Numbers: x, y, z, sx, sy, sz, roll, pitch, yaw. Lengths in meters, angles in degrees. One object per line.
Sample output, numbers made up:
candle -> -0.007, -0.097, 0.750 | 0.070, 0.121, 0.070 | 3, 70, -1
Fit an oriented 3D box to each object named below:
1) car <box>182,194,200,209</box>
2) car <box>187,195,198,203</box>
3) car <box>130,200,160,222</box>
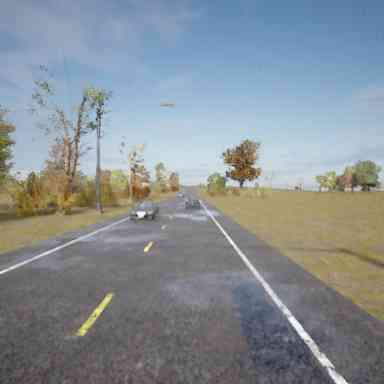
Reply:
car -> 0.094, 1.351, 43.567 | 2.128, 1.511, 4.902 | 0, 0, 0
car -> 0.090, 1.355, 62.454 | 1.994, 1.385, 4.181 | 0, 0, 0
car -> -3.601, 1.410, 25.989 | 2.128, 1.511, 4.902 | 0, 0, 0
